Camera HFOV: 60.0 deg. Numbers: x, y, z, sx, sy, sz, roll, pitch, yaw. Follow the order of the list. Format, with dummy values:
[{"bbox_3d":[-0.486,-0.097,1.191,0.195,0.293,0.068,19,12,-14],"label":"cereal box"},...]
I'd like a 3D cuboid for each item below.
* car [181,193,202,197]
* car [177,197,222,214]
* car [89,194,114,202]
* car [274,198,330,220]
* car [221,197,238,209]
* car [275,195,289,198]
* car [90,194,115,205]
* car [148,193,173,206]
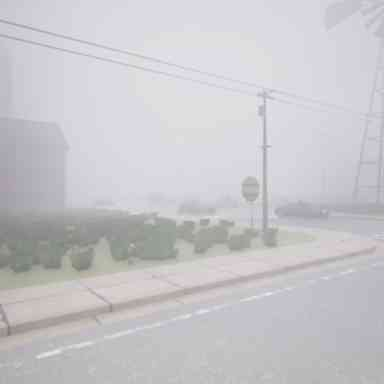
[{"bbox_3d":[-0.097,0.996,66.786,4.605,1.855,1.932,-1,0,-36],"label":"car"},{"bbox_3d":[0.428,1.416,30.812,1.994,1.385,4.181,-1,0,-37],"label":"car"},{"bbox_3d":[-19.068,1.276,70.273,4.611,1.667,2.242,-1,0,-36],"label":"car"},{"bbox_3d":[8.542,1.384,26.087,1.994,1.385,4.181,-1,0,-37],"label":"car"},{"bbox_3d":[3.644,1.292,40.192,4.193,1.474,1.816,-1,0,-36],"label":"car"},{"bbox_3d":[13.322,1.202,48.751,3.905,1.438,1.784,-1,0,-36],"label":"car"},{"bbox_3d":[-12.877,1.381,48.885,1.812,1.442,4.674,-1,0,-36],"label":"car"},{"bbox_3d":[-4.777,1.106,50.737,3.866,1.878,1.905,-1,0,-36],"label":"car"}]
